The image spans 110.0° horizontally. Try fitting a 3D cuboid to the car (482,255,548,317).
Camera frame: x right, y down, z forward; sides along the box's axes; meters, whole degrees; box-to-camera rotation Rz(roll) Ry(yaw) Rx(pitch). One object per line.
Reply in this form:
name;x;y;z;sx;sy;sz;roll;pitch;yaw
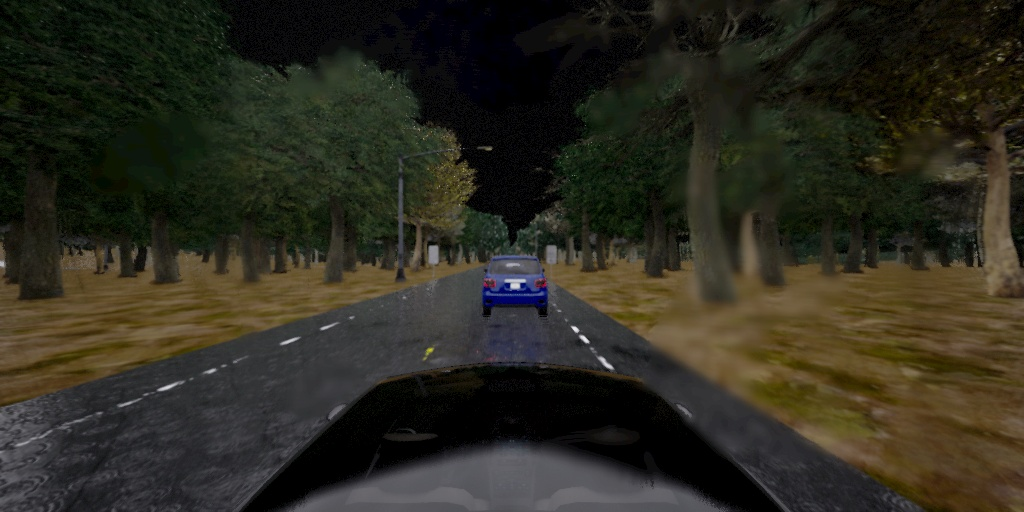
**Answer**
car;0.099;1.004;13.548;2.150;2.045;5.566;0;0;0
